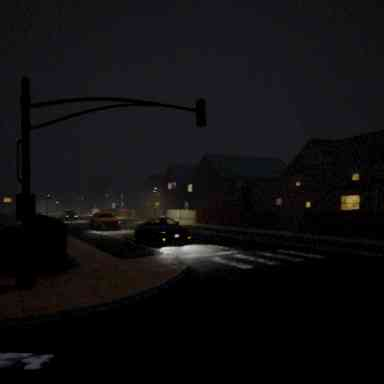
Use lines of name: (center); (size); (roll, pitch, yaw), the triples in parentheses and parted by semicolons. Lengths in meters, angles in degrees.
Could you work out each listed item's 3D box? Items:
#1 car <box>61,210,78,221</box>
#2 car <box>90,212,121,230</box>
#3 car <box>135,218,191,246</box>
car: (-18.085, 3.500, 49.063); (1.837, 1.490, 4.892); (0, -3, -28)
car: (-7.955, 2.577, 30.237); (1.882, 1.535, 5.008); (0, -2, -28)
car: (-1.730, 2.146, 18.780); (1.994, 1.385, 4.181); (0, -2, -29)
